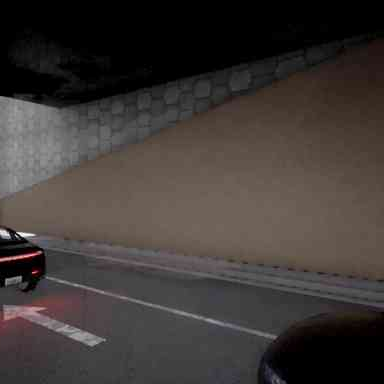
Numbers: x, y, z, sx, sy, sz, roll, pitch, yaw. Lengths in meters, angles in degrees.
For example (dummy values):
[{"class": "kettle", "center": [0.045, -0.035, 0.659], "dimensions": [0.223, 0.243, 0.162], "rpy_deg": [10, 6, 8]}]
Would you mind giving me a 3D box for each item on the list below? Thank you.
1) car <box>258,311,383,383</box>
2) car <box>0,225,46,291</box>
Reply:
[{"class": "car", "center": [2.775, 1.491, 1.934], "dimensions": [4.902, 1.511, 2.128], "rpy_deg": [0, 0, 36]}, {"class": "car", "center": [-5.402, 1.491, 7.805], "dimensions": [4.902, 1.511, 2.128], "rpy_deg": [0, 0, 35]}]
